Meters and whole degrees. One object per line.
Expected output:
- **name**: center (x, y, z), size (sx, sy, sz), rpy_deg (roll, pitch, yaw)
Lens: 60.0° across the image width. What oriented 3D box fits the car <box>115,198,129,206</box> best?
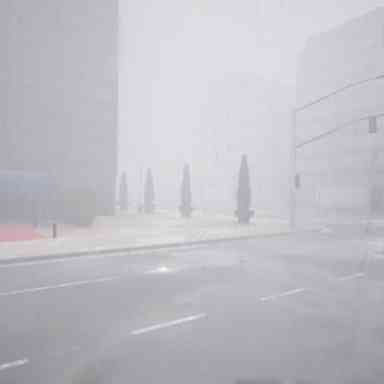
- **car**: center (-13.256, 1.833, 61.179), size (1.895, 1.301, 4.718), rpy_deg (1, 0, -35)
